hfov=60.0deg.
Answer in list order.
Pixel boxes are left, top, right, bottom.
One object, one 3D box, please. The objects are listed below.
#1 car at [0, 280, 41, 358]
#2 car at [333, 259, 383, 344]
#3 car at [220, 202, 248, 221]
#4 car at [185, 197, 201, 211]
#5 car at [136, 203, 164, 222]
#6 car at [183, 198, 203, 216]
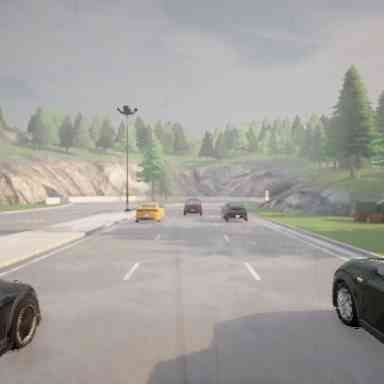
[{"bbox_3d":[-3.402,1.582,3.634,1.994,1.385,4.181,0,0,0],"label":"car"},{"bbox_3d":[3.598,1.375,4.207,2.097,1.767,4.553,0,0,0],"label":"car"},{"bbox_3d":[3.607,1.652,28.709,1.837,1.490,4.892,0,0,0],"label":"car"},{"bbox_3d":[0.206,1.575,44.389,2.097,1.767,4.553,0,0,2],"label":"car"},{"bbox_3d":[-3.392,1.616,27.432,1.882,1.535,5.008,0,0,0],"label":"car"},{"bbox_3d":[0.102,1.655,35.133,1.882,1.535,5.008,0,0,0],"label":"car"}]
